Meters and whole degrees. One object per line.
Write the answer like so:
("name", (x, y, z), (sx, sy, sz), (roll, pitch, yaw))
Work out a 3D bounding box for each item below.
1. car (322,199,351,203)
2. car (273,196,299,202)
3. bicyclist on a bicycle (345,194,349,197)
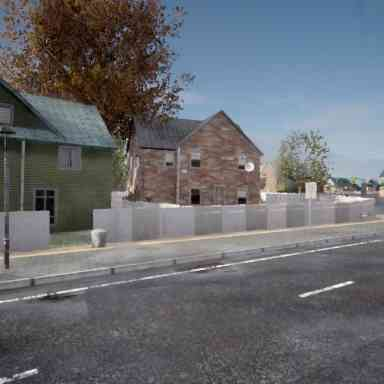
("car", (16.255, 1.190, 36.867), (1.837, 1.490, 4.892), (1, 1, -20))
("car", (12.940, 1.010, 46.193), (1.882, 1.535, 5.008), (1, 0, -20))
("bicyclist on a bicycle", (20.169, 1.036, 43.373), (1.656, 1.620, 0.582), (1, 0, -20))
